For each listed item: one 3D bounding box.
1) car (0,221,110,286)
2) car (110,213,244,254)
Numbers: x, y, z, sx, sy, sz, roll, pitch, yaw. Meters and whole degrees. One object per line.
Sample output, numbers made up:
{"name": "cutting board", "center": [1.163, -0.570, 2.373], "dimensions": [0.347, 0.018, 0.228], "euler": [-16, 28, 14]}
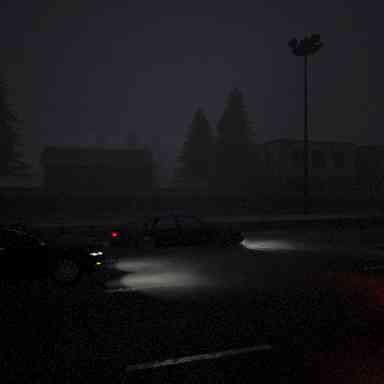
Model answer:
{"name": "car", "center": [-4.703, 1.512, 8.400], "dimensions": [4.892, 1.490, 1.837], "euler": [-1, 0, -18]}
{"name": "car", "center": [-0.661, 1.557, 13.350], "dimensions": [5.357, 1.411, 2.033], "euler": [0, 0, -18]}
